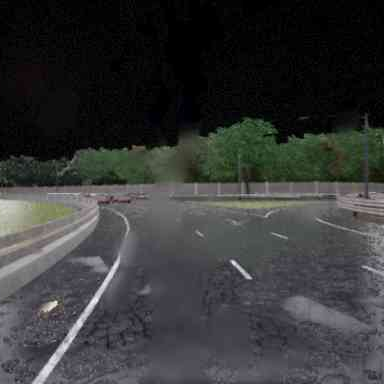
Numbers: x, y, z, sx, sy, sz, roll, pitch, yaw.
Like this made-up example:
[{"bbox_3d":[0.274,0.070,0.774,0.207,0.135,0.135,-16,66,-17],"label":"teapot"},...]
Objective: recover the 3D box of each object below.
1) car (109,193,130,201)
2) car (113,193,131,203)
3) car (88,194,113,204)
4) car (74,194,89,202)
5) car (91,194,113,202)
[{"bbox_3d":[-13.975,0.920,64.053,1.882,1.535,5.008,-1,1,-39],"label":"car"},{"bbox_3d":[-11.471,1.103,53.876,1.994,1.385,4.181,-1,1,-33],"label":"car"},{"bbox_3d":[-14.235,1.151,51.713,1.994,1.385,4.181,-1,1,-30],"label":"car"},{"bbox_3d":[-19.621,1.047,59.916,1.837,1.490,4.892,-1,1,-39],"label":"car"},{"bbox_3d":[-16.798,1.048,61.985,2.033,1.411,5.357,-1,1,-39],"label":"car"}]
